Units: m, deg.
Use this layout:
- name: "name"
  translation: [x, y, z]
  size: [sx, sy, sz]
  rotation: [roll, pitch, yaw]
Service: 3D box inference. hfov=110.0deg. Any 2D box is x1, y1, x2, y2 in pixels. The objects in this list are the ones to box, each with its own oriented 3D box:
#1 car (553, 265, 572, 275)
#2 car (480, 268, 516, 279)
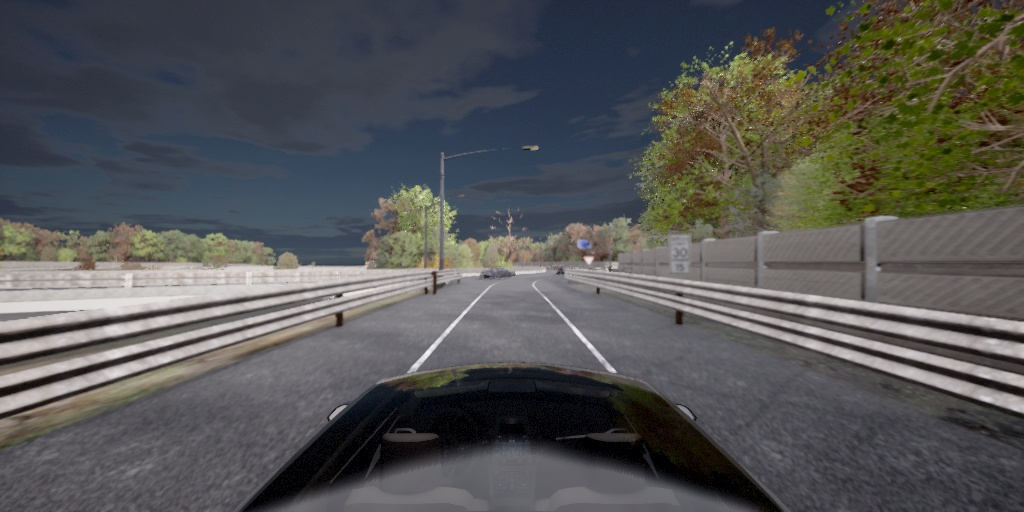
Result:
- name: "car"
  translation: [9.400, 2.581, 62.947]
  size: [1.837, 1.490, 4.892]
  rotation: [0, -2, 27]
- name: "car"
  translation: [-1.685, 2.157, 44.926]
  size: [2.033, 1.411, 5.357]
  rotation: [-1, -2, 37]
